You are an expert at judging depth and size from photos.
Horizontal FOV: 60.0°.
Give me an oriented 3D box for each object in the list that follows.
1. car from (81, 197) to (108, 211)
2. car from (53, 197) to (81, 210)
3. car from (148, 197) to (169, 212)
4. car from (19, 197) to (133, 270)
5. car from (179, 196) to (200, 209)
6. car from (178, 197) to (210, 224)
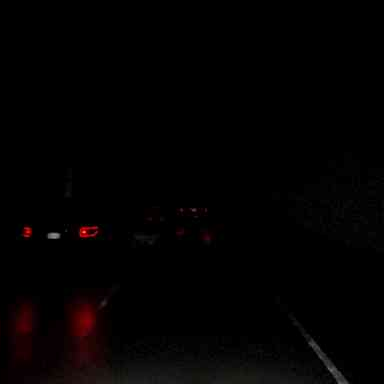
[{"bbox_3d":[-10.844,1.323,37.164,1.994,1.385,4.181,0,0,-4],"label":"car"},{"bbox_3d":[-14.434,1.314,38.575,1.994,1.385,4.181,0,0,-4],"label":"car"},{"bbox_3d":[-3.493,1.266,34.846,2.128,1.511,4.902,0,0,-2],"label":"car"},{"bbox_3d":[-3.390,1.151,10.852,2.150,2.045,5.566,0,0,0],"label":"car"},{"bbox_3d":[-0.389,1.280,41.254,2.033,1.411,5.357,0,0,-5],"label":"car"},{"bbox_3d":[0.120,1.199,23.478,2.097,1.767,4.553,0,0,0],"label":"car"}]
